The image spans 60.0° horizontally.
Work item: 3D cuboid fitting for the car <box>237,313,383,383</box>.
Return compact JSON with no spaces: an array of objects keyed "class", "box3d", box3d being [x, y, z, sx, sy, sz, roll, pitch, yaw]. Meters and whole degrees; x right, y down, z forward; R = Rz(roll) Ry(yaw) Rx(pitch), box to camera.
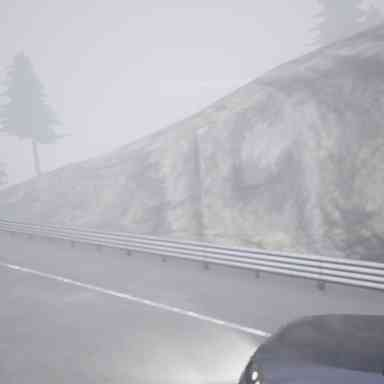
[{"class":"car","box3d":[2.387,1.570,2.272,4.181,1.385,1.994,1,0,36]}]
